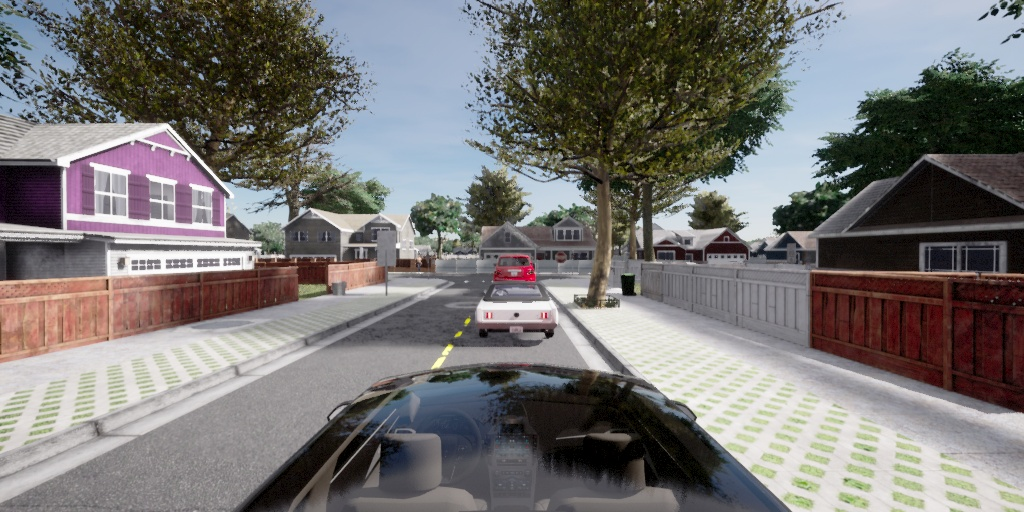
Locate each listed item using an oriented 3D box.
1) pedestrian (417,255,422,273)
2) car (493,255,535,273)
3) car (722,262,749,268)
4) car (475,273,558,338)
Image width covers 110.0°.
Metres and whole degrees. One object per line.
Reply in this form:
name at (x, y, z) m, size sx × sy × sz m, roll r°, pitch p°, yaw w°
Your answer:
pedestrian at (-9.702, 0.801, 37.420) m, size 0.375 × 1.860 × 0.375 m, roll 0°, pitch 0°, yaw 0°
car at (0.125, 0.964, 20.145) m, size 2.150 × 2.045 × 5.566 m, roll 0°, pitch 0°, yaw 0°
car at (21.314, 1.304, 34.775) m, size 4.902 × 1.511 × 2.128 m, roll 0°, pitch 1°, yaw 0°
car at (0.112, 1.348, 10.191) m, size 1.895 × 1.301 × 4.718 m, roll 0°, pitch 0°, yaw 0°
